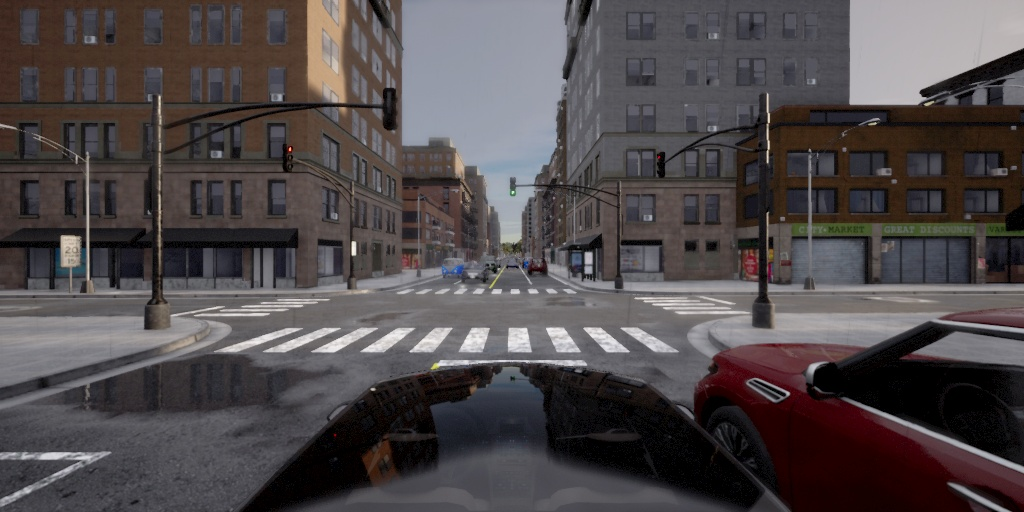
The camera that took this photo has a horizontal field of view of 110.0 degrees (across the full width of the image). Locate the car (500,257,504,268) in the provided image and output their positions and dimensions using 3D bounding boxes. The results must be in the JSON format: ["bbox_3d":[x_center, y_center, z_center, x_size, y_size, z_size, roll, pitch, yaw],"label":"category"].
[{"bbox_3d":[-2.748,1.314,59.078,2.033,1.411,5.357,0,0,1],"label":"car"}]

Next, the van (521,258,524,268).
[{"bbox_3d":[2.720,1.107,54.729,1.690,1.789,3.998,0,0,0],"label":"van"}]

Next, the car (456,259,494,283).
[{"bbox_3d":[-2.836,1.250,28.361,2.128,1.511,4.902,0,0,0],"label":"car"}]

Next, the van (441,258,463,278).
[{"bbox_3d":[-5.390,1.101,33.107,1.690,1.789,3.998,0,0,0],"label":"van"}]

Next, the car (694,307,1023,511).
[{"bbox_3d":[2.637,1.064,1.139,2.192,1.841,5.009,0,0,0],"label":"car"}]

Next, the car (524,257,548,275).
[{"bbox_3d":[2.726,1.076,38.510,2.192,1.841,5.009,0,0,0],"label":"car"}]

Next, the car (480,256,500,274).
[{"bbox_3d":[-2.827,0.983,41.571,2.150,2.045,5.566,0,0,0],"label":"car"}]

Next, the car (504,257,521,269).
[{"bbox_3d":[0.085,1.331,57.935,1.994,1.385,4.181,0,0,1],"label":"car"}]
